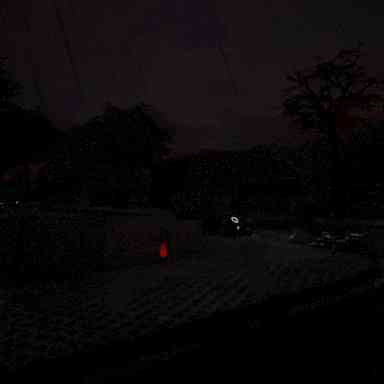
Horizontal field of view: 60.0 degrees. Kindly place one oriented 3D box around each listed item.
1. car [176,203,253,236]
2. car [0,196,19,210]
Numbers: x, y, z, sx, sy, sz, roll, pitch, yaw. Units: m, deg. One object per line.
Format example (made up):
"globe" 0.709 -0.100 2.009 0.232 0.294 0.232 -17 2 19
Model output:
"car" 1.245 1.460 19.671 4.553 1.767 2.097 0 3 36
"car" -23.594 1.323 42.322 2.097 1.767 4.553 -4 3 -40
